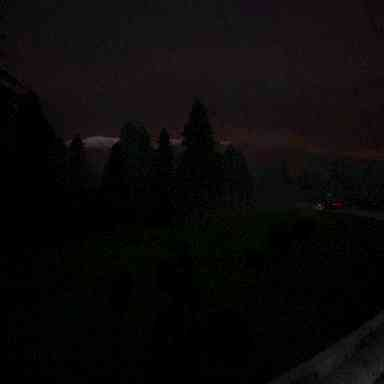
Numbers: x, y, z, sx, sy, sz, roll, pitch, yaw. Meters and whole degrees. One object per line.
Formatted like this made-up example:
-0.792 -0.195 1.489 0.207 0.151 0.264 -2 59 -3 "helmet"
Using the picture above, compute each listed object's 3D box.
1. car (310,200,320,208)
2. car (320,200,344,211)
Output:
23.149 2.226 61.716 1.812 1.442 4.674 -1 -1 7 "car"
21.899 2.051 51.455 2.128 1.511 4.902 -1 -1 7 "car"
